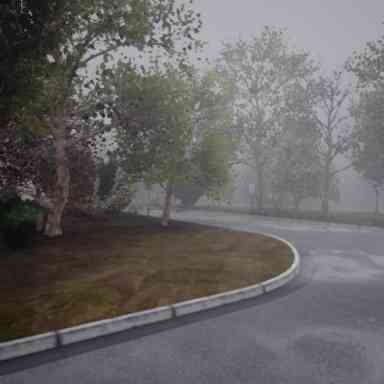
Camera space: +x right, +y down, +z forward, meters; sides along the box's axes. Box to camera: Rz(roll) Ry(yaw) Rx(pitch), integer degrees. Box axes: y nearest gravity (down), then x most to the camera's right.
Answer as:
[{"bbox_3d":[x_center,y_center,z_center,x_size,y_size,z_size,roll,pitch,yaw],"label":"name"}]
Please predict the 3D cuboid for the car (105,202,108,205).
[{"bbox_3d":[-9.568,0.972,37.509,4.674,1.442,1.812,1,-1,20],"label":"car"}]
